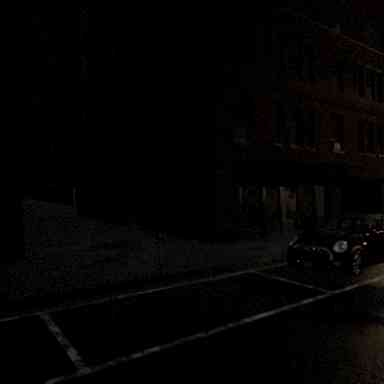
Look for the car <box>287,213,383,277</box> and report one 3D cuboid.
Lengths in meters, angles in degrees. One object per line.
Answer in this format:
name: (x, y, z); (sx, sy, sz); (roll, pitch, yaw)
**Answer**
car: (4.734, 1.405, 10.051); (4.097, 1.590, 1.967); (0, -1, -36)
